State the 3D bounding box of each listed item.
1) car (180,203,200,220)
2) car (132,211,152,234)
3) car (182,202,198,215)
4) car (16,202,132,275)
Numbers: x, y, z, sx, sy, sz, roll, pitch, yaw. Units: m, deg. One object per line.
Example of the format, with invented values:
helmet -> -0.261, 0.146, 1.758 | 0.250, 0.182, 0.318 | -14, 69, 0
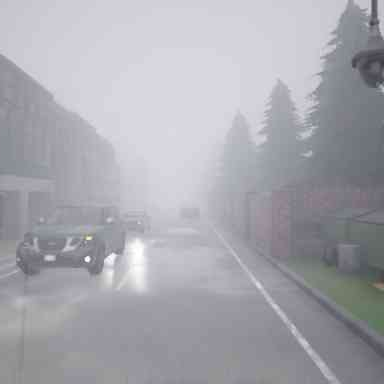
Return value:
car -> -0.219, 1.925, 33.153 | 1.882, 1.535, 5.008 | 0, -1, -1
car -> -3.788, 1.902, 21.440 | 1.895, 1.301, 4.718 | 0, -1, 0
car -> -0.333, 2.146, 44.340 | 2.033, 1.411, 5.357 | 0, -1, -1
car -> -3.699, 1.388, 11.376 | 2.150, 2.045, 5.566 | 0, -1, 0
